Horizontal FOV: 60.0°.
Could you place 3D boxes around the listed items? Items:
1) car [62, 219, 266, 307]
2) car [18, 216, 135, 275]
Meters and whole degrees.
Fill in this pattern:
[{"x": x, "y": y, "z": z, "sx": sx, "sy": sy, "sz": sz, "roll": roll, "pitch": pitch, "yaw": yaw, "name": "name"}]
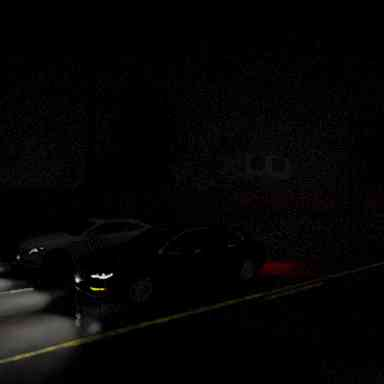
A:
[{"x": -0.313, "y": 1.502, "z": 8.068, "sx": 4.892, "sy": 1.490, "sz": 1.837, "roll": 0, "pitch": 0, "yaw": -36, "name": "car"}, {"x": -2.884, "y": 1.524, "z": 10.534, "sx": 4.674, "sy": 1.442, "sz": 1.812, "roll": 0, "pitch": 0, "yaw": -36, "name": "car"}]
